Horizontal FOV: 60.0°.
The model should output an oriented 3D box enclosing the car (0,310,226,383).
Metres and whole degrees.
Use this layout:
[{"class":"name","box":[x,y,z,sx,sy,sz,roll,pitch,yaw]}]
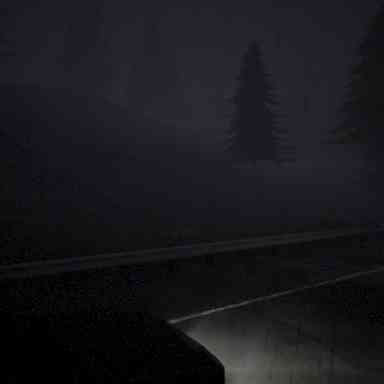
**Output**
[{"class":"car","box":[-2.235,1.543,2.126,5.357,1.411,2.033,0,0,-35]}]
